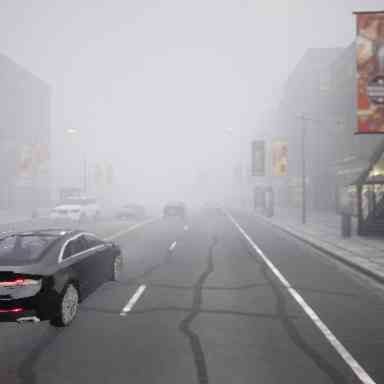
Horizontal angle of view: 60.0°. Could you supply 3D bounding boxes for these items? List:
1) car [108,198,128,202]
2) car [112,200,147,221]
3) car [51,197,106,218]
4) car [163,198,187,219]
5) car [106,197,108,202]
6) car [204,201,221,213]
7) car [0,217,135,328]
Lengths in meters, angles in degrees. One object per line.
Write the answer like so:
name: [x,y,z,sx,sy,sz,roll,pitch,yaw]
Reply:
car: [-18.956,2.090,86.839,4.718,1.301,1.895,0,0,33]
car: [-5.321,1.711,29.621,2.033,1.411,5.357,0,0,3]
car: [-9.013,1.389,26.362,2.150,2.045,5.566,0,0,3]
car: [-1.514,1.630,31.390,1.882,1.535,5.008,0,0,3]
car: [-24.128,2.053,89.307,4.674,1.452,2.002,0,0,23]
car: [2.435,1.769,39.399,1.895,1.301,4.718,0,0,3]
car: [-2.893,1.539,7.090,2.128,1.511,4.902,0,0,3]
